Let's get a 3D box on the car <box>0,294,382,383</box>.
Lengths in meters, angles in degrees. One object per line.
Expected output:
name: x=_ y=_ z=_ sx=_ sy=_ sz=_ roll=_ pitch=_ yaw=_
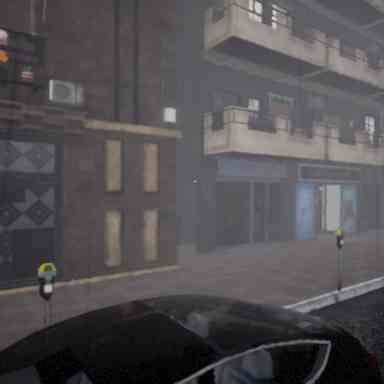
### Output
car: x=-0.500 y=1.545 z=2.090 sx=4.313 sy=1.339 sz=1.947 roll=0 pitch=1 yaw=-35
